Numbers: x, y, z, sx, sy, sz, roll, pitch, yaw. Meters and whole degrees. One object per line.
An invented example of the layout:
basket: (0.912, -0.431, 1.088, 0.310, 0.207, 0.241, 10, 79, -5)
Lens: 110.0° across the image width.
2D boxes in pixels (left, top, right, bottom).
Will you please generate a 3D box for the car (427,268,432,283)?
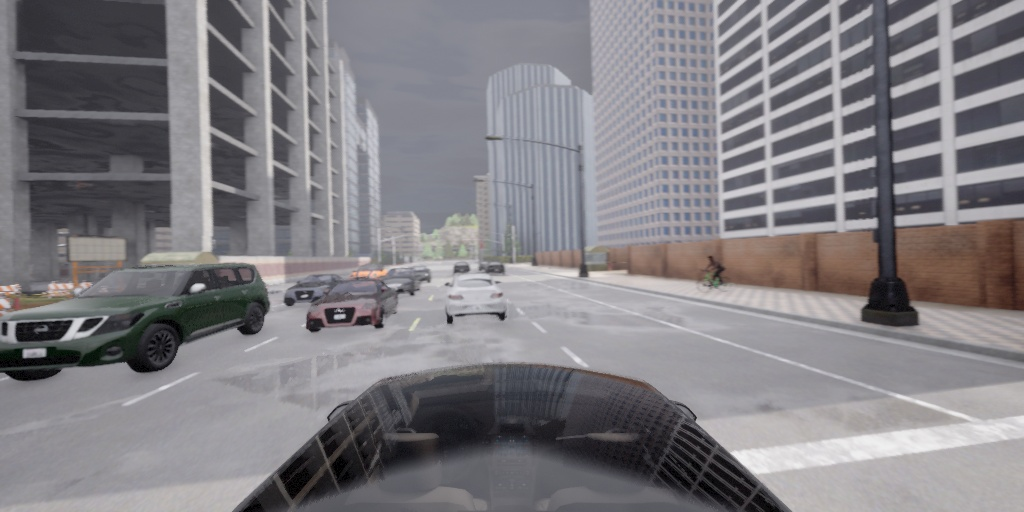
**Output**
car: (-7.805, 1.531, 30.238, 1.994, 1.385, 4.181, -2, 0, -10)

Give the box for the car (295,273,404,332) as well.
car: (-4.935, 1.454, 11.613, 1.994, 1.385, 4.181, -2, 0, -9)

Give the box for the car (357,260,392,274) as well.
car: (-10.951, 1.412, 27.640, 2.097, 1.767, 4.553, -2, 0, -9)

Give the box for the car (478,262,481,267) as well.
car: (-3.749, 1.367, 50.883, 1.812, 1.442, 4.674, -2, 0, -9)

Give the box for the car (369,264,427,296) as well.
car: (-6.315, 1.419, 20.520, 2.128, 1.511, 4.902, -2, 0, -9)

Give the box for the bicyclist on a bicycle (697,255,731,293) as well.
bicyclist on a bicycle: (8.737, 0.789, 15.509, 1.656, 1.620, 0.582, -1, 0, -9)

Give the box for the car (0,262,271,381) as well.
car: (-7.993, 1.203, 8.410, 2.150, 2.045, 5.566, -2, 0, -9)

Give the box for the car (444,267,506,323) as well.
car: (-1.326, 1.310, 12.405, 1.812, 1.442, 4.674, -2, 0, -9)

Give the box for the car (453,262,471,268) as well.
car: (-5.848, 1.384, 41.724, 1.882, 1.535, 5.008, -2, 0, -9)

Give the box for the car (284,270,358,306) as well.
car: (-9.417, 1.583, 17.712, 1.994, 1.385, 4.181, -2, 0, -9)

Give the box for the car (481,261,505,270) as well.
car: (-1.919, 1.270, 39.158, 1.882, 1.535, 5.008, -2, 0, -9)
